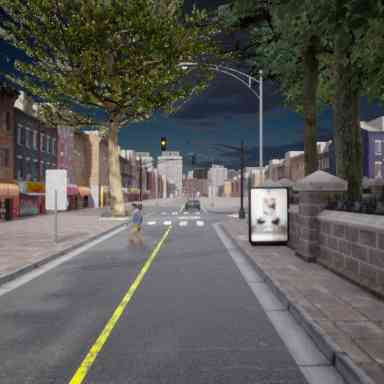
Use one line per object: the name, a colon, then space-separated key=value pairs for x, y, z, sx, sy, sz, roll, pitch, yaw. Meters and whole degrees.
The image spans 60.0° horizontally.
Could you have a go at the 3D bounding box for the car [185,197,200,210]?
car: x=0.087 y=1.515 z=43.769 sx=2.128 sy=1.511 sz=4.902 roll=0 pitch=0 yaw=0

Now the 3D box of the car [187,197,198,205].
car: x=0.089 y=1.659 z=62.931 sx=1.895 sy=1.301 sz=4.718 roll=0 pitch=0 yaw=0

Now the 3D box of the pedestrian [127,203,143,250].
pedestrian: x=-2.183 y=1.296 z=12.730 sx=0.375 sy=1.860 sz=0.375 roll=1 pitch=-1 yaw=-10

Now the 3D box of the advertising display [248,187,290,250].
advertising display: x=2.995 y=1.029 z=13.006 sx=1.540 sy=2.440 sz=0.280 roll=-1 pitch=-1 yaw=0
